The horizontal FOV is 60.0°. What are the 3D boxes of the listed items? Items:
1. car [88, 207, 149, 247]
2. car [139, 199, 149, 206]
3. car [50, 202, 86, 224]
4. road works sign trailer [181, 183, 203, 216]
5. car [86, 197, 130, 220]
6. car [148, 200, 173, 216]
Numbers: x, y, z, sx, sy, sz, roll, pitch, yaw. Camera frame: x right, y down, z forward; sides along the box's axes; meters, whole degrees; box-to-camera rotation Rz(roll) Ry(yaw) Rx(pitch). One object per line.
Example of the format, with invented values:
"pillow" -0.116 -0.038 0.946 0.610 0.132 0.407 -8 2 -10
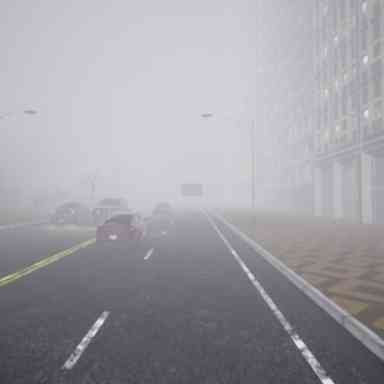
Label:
"car" -3.170 1.656 15.707 1.812 1.442 4.674 0 0 0
"car" -9.760 2.191 69.049 1.837 1.490 4.892 0 -1 0
"car" -9.846 1.588 27.318 2.097 1.767 4.553 0 -1 0
"road works sign trailer" -0.001 0.803 37.443 2.380 3.560 2.880 0 -1 0
"car" -6.597 1.459 27.539 2.150 2.045 5.566 0 0 0
"car" -3.156 1.874 36.278 2.033 1.411 5.357 0 -1 0
